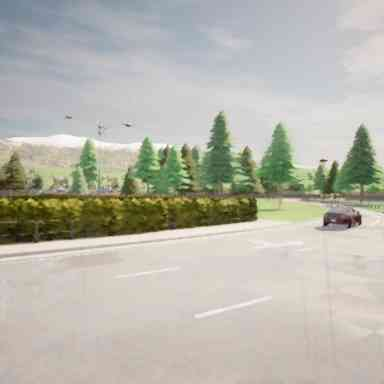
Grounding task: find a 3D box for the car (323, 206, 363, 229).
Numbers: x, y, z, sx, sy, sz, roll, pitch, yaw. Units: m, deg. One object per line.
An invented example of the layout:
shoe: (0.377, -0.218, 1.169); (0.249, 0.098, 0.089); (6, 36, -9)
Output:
car: (10.723, 1.726, 23.633); (1.812, 1.442, 4.674); (0, 0, 39)
